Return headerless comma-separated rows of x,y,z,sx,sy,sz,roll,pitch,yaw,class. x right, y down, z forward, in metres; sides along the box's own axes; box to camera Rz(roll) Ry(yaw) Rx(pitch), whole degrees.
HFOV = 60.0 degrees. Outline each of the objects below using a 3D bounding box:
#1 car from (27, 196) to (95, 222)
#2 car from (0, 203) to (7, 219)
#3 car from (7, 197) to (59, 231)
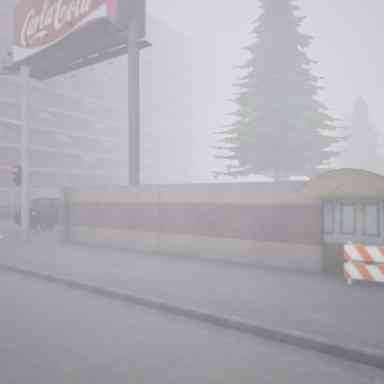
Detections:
-11.803,1.448,30.374,2.150,2.045,5.566,-1,0,35,car
-17.081,1.758,28.963,1.837,1.490,4.892,-1,0,35,car
-8.785,1.387,22.169,2.150,2.045,5.566,-1,0,35,car
